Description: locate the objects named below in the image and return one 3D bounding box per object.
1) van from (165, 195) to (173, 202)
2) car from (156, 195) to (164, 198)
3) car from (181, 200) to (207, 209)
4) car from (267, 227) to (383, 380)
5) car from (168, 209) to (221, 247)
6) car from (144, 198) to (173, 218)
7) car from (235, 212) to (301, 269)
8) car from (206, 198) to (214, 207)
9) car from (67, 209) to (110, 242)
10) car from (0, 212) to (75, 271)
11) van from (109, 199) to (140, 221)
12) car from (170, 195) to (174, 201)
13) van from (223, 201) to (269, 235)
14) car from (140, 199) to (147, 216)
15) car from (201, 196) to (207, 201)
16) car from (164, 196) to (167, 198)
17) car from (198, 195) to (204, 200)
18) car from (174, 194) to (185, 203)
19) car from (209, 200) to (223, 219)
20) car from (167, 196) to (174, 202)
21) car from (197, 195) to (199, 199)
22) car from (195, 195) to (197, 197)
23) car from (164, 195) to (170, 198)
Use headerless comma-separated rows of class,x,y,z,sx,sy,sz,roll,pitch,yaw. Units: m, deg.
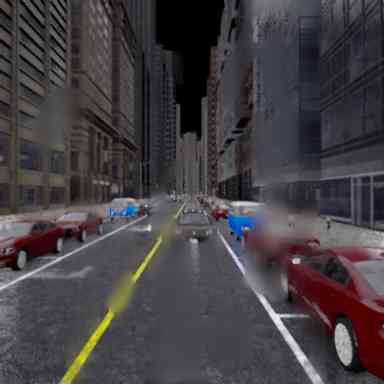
van,-5.783,1.647,83.946,1.690,1.788,3.998,0,0,0
car,-5.774,1.619,50.336,1.967,1.590,4.097,0,0,0
car,0.092,1.710,30.860,1.895,1.301,4.718,0,0,0
car,2.764,1.565,5.533,1.887,1.381,4.507,0,0,0
car,0.093,1.655,15.365,1.895,1.301,4.718,0,0,0
car,-3.106,1.618,31.862,1.837,1.490,4.892,0,0,0
car,2.763,1.584,11.135,1.887,1.381,4.507,0,0,0
car,2.757,1.559,33.544,1.967,1.590,4.097,0,0,0
car,-5.764,1.604,16.726,1.887,1.381,4.507,0,0,0
car,-5.763,1.584,11.123,1.887,1.381,4.507,0,0,0
van,-5.767,1.440,27.930,1.690,1.788,3.998,0,0,0
car,-5.779,1.577,72.744,2.192,1.841,5.009,0,0,0
van,2.762,1.401,16.737,1.690,1.788,3.998,0,0,0
car,-5.769,1.701,33.531,1.802,1.307,4.206,0,0,0
car,2.751,1.724,50.350,1.887,1.381,4.507,0,0,0
car,-5.776,1.765,55.937,1.947,1.339,4.313,0,0,0
car,2.746,1.806,67.156,1.947,1.339,4.313,0,0,0
car,-3.020,1.732,73.066,1.837,1.490,4.892,0,0,0
car,2.758,1.644,27.942,1.887,1.381,4.507,0,0,0
car,-5.785,1.854,89.377,1.752,1.417,4.829,0,0,0
car,2.745,1.828,72.758,1.947,1.339,4.313,0,0,0
car,2.739,1.668,95.167,2.192,1.841,5.009,0,0,0
car,-5.776,1.535,61.540,2.192,1.841,5.009,0,0,0
